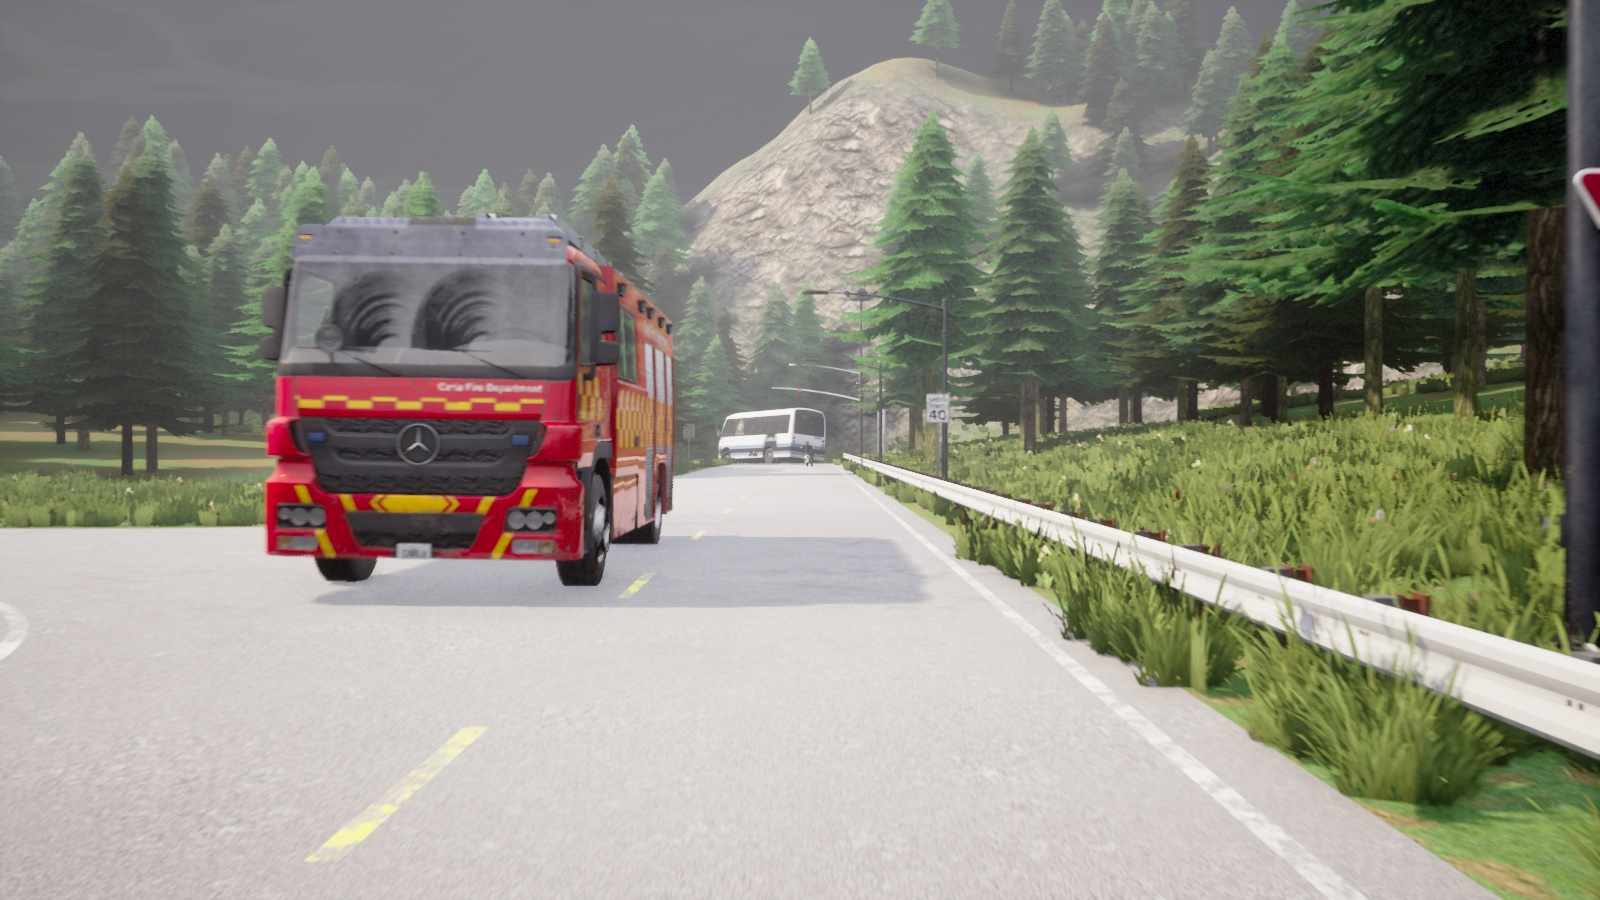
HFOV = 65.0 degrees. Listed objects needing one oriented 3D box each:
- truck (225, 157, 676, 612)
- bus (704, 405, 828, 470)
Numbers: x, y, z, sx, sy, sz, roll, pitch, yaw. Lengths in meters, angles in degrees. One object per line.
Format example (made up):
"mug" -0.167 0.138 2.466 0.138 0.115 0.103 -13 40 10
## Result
"truck" -3.392 -0.579 14.924 2.891 3.827 8.468 1 0 0
"bus" -2.703 -0.802 95.401 3.944 4.253 10.273 7 -6 -36
